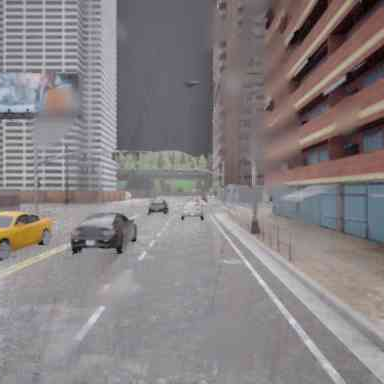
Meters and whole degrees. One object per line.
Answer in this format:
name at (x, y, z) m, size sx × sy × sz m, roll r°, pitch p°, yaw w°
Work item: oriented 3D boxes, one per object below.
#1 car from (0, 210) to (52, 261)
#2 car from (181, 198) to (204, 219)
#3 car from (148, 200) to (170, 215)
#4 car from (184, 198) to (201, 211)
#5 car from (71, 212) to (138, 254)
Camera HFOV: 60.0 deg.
car at (-7.037, 1.488, 12.494) m, size 1.882 × 1.535 × 5.008 m, roll 0°, pitch 0°, yaw 1°
car at (0.045, 1.551, 28.788) m, size 1.812 × 1.442 × 4.674 m, roll 0°, pitch 0°, yaw 0°
car at (-3.407, 1.522, 34.477) m, size 2.128 × 1.511 × 4.902 m, roll 0°, pitch 0°, yaw 0°
car at (0.068, 1.530, 42.798) m, size 2.128 × 1.511 × 4.902 m, roll 0°, pitch 0°, yaw 0°
car at (-3.402, 1.537, 13.453) m, size 1.812 × 1.442 × 4.674 m, roll 0°, pitch 0°, yaw 0°
